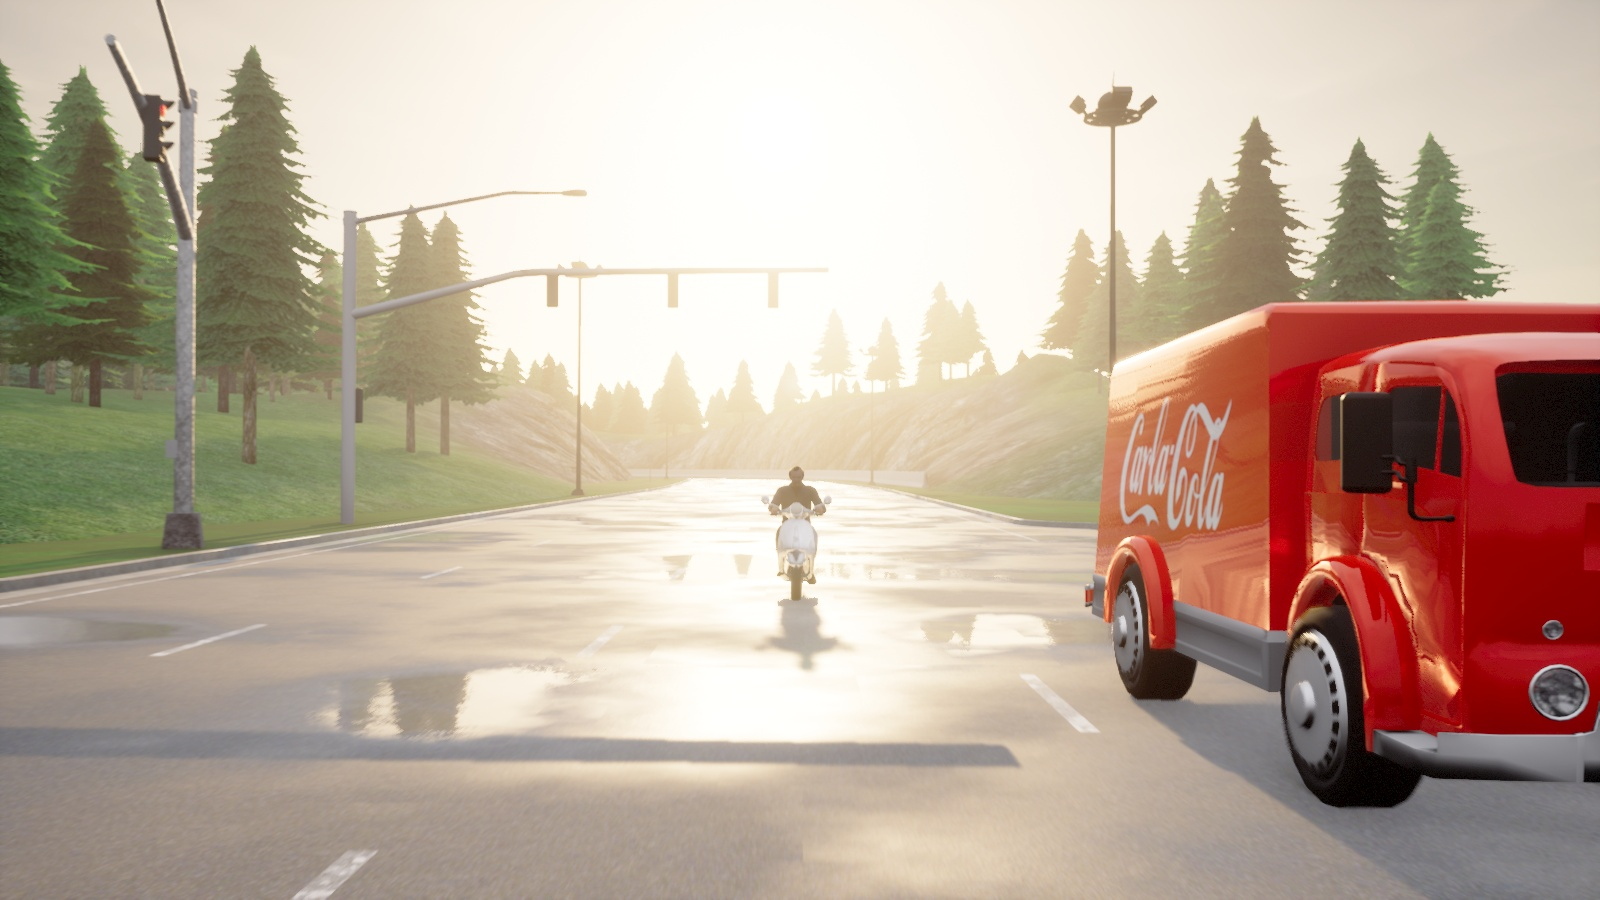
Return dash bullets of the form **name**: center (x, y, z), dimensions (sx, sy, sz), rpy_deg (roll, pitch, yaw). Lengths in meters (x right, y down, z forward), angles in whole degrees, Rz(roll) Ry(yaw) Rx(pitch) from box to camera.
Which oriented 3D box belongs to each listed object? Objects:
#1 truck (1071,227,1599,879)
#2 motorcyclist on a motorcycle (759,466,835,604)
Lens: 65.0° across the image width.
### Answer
- **truck**: center (3.480, 0.423, 7.368), dimensions (2.627, 2.467, 5.204), rpy_deg (0, -1, 0)
- **motorcyclist on a motorcycle**: center (-0.037, 0.999, 15.428), dimensions (0.866, 1.590, 1.817), rpy_deg (0, -1, 0)
